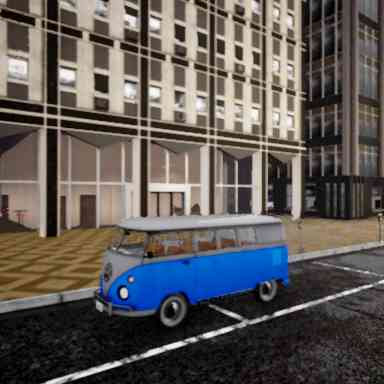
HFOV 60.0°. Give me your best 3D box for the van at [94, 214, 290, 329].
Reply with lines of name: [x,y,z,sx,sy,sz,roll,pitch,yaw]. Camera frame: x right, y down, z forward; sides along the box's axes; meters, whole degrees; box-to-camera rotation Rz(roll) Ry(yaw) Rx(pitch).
van: [0.192,1.377,6.702,3.998,1.788,1.690,1,-1,-35]
